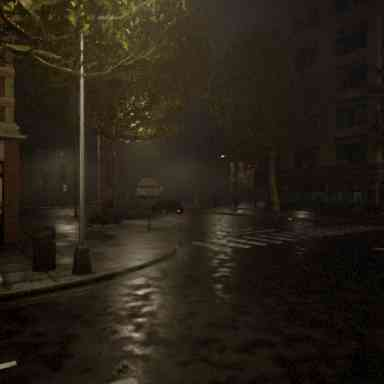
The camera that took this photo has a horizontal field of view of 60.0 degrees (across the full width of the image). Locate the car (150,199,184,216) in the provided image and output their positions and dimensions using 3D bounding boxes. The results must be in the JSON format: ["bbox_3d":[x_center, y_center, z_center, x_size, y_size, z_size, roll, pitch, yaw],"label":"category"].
[{"bbox_3d":[-2.646,1.496,33.015,1.837,1.490,4.892,0,0,-35],"label":"car"}]

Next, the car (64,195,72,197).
[{"bbox_3d":[-26.530,1.403,73.769,4.786,1.482,2.161,0,0,-36],"label":"car"}]

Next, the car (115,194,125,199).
[{"bbox_3d":[-18.989,1.304,84.204,4.674,1.452,2.002,0,0,-36],"label":"car"}]
